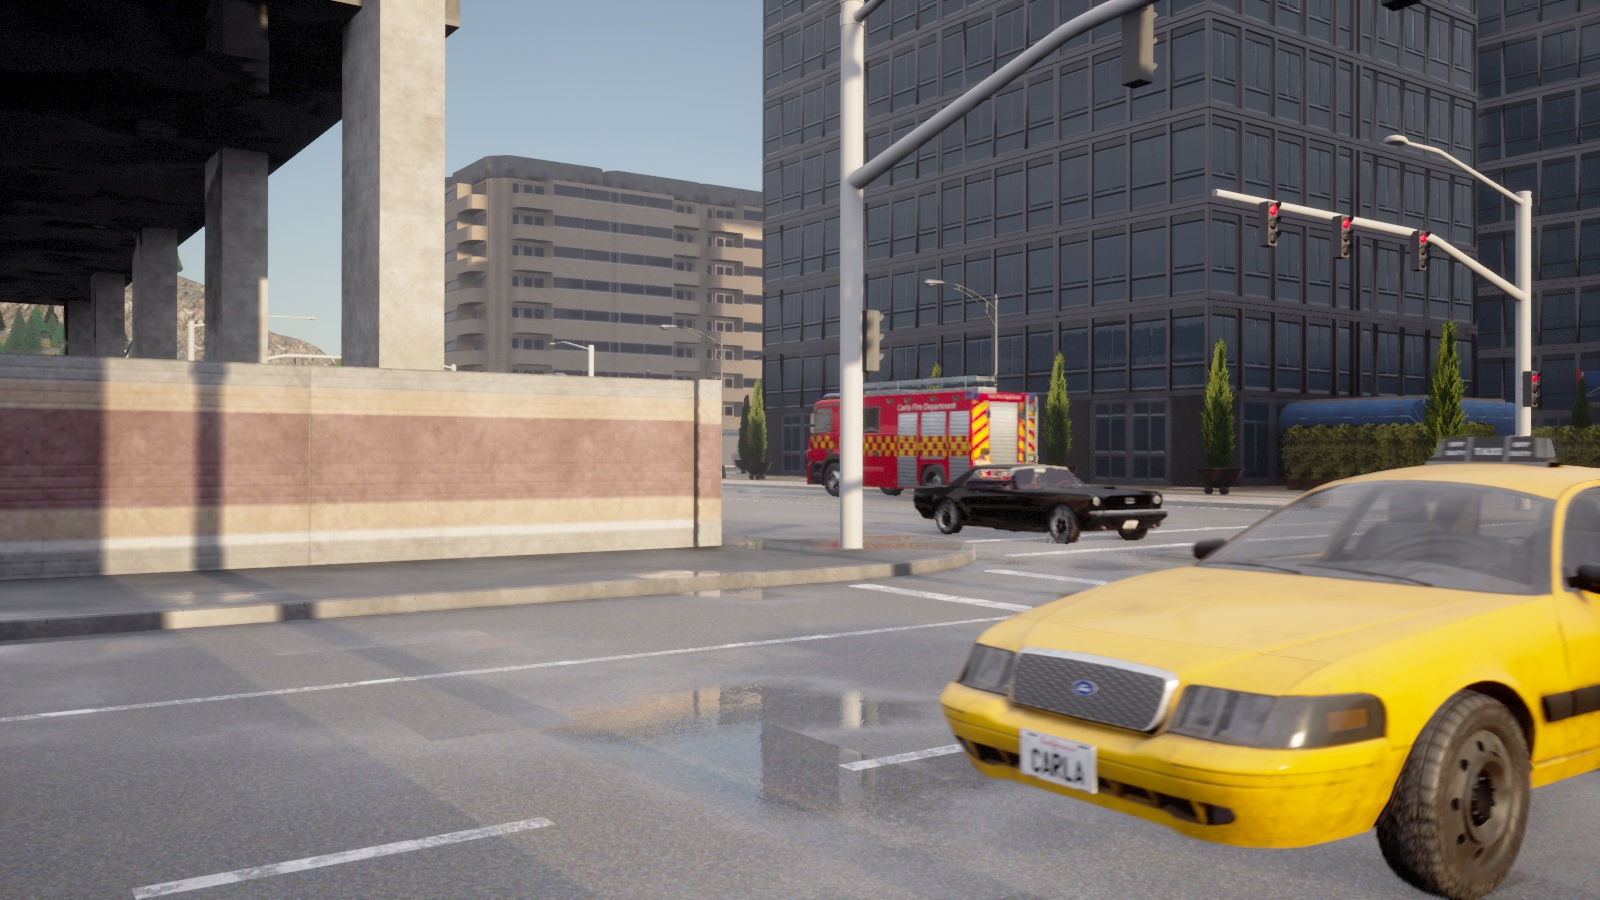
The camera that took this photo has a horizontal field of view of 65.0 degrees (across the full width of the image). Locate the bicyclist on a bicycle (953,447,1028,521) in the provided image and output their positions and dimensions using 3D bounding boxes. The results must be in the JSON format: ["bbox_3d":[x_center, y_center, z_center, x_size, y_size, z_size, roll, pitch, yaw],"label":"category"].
[{"bbox_3d":[4.283,0.742,28.341,0.866,1.612,1.509,0,0,-35],"label":"bicyclist on a bicycle"}]

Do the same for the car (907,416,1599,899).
[{"bbox_3d":[3.142,0.691,5.869,5.366,1.575,1.801,0,0,-35],"label":"car"}]

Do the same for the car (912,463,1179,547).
[{"bbox_3d":[4.202,0.891,22.290,1.895,1.301,4.718,0,0,-33],"label":"car"}]

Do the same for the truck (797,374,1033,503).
[{"bbox_3d":[3.564,-0.326,41.449,2.891,3.827,8.468,0,0,-36],"label":"truck"}]
